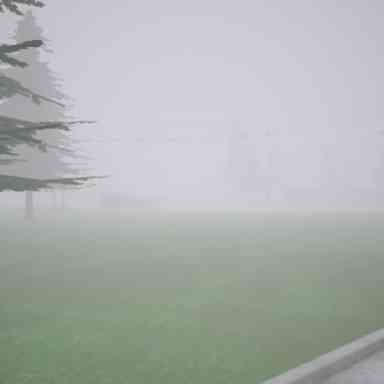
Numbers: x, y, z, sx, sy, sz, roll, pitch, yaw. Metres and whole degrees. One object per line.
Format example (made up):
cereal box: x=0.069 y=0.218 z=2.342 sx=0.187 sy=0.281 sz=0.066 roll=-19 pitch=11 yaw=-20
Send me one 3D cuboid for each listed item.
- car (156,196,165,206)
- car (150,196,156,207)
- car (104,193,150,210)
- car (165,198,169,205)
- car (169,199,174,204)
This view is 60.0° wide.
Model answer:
car: x=-6.922 y=1.353 z=47.465 sx=4.902 sy=1.511 sz=2.128 roll=0 pitch=0 yaw=13
car: x=-7.677 y=1.486 z=44.048 sx=4.718 sy=1.301 sz=1.895 roll=0 pitch=0 yaw=13
car: x=-8.461 y=1.165 z=40.636 sx=5.566 sy=2.045 sz=2.150 roll=0 pitch=0 yaw=13
car: x=-6.138 y=1.419 z=50.877 sx=4.181 sy=1.385 sz=1.994 roll=0 pitch=0 yaw=13
car: x=-5.354 y=1.370 z=54.287 sx=4.892 sy=1.490 sz=1.837 roll=0 pitch=0 yaw=13
